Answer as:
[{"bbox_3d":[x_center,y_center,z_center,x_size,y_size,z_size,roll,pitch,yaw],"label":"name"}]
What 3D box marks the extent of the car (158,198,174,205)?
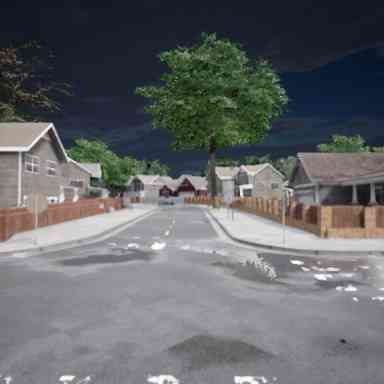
[{"bbox_3d":[-5.147,1.914,65.011,1.994,1.385,4.181,1,-1,-27],"label":"car"}]
